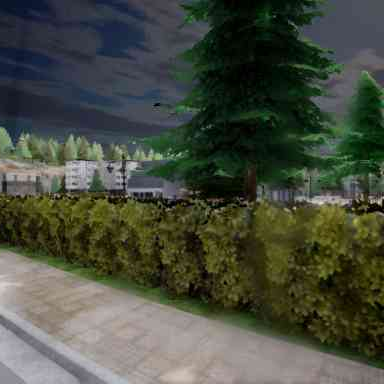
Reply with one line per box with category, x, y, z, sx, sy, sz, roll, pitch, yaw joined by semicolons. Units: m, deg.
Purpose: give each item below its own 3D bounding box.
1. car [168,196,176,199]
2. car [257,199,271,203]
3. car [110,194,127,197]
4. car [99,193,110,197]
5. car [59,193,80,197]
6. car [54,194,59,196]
car;-3.288;1.382;56.097;1.845;1.501;3.633;0;0;43
car;9.648;1.356;44.226;2.097;1.767;4.553;0;0;43
car;-10.558;1.393;52.767;1.970;1.475;3.806;0;0;43
car;-16.671;1.109;68.992;1.932;1.855;4.605;0;0;43
car;-28.341;1.169;79.502;2.152;1.636;5.027;0;0;43
car;-33.217;1.249;83.686;1.970;1.475;3.806;0;0;43
